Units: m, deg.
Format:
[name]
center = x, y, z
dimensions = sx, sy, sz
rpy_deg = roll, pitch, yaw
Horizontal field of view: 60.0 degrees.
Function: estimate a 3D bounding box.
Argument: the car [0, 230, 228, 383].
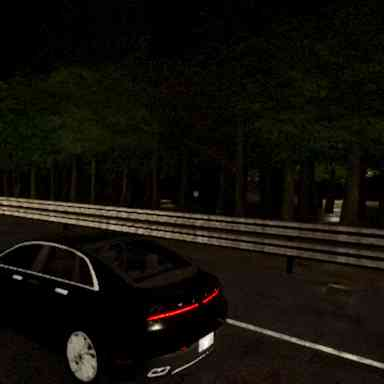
[car]
center = -1.806, 1.361, 5.156
dimensions = 4.892, 1.490, 1.837
rpy_deg = 2, 1, 35
